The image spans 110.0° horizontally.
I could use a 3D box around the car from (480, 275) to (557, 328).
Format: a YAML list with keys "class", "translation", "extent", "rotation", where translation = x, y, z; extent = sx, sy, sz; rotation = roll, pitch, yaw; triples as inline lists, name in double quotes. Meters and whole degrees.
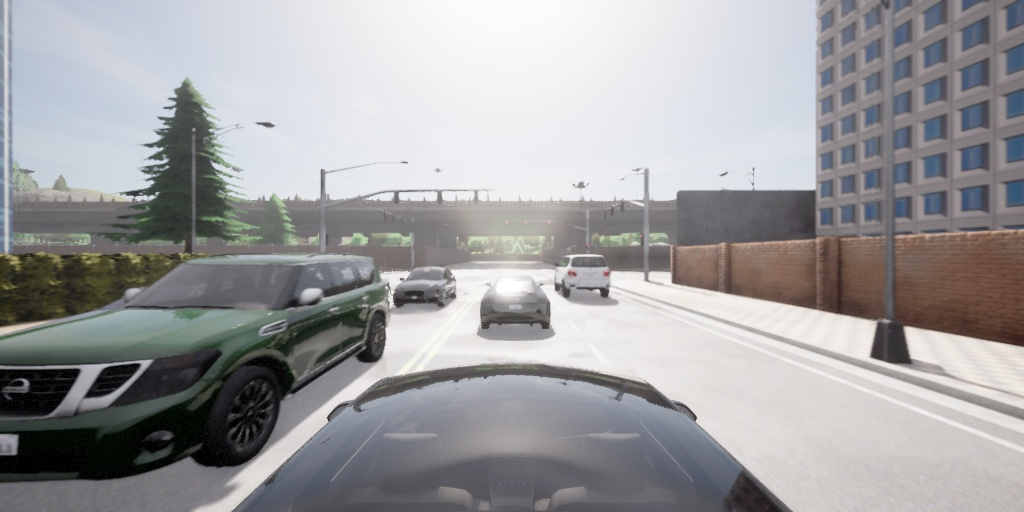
- class: "car"
  translation: [0.095, 1.296, 11.323]
  extent: [1.994, 1.385, 4.181]
  rotation: [0, 0, 0]

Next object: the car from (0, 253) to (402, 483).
- class: "car"
  translation: [-3.590, 0.966, 5.260]
  extent: [2.150, 2.045, 5.566]
  rotation: [0, 0, 0]

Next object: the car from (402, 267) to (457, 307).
- class: "car"
  translation: [-3.515, 1.229, 15.330]
  extent: [1.837, 1.490, 4.892]
  rotation: [0, 0, 0]

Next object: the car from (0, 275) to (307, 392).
- class: "car"
  translation: [-7.084, 1.286, 7.939]
  extent: [2.033, 1.411, 5.357]
  rotation: [0, 0, 0]

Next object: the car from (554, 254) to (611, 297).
- class: "car"
  translation: [3.494, 0.941, 18.644]
  extent: [2.150, 2.045, 5.566]
  rotation: [0, 0, 0]

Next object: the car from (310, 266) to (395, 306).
- class: "car"
  translation: [-7.005, 1.249, 16.411]
  extent: [1.812, 1.442, 4.674]
  rotation: [0, 0, 0]
